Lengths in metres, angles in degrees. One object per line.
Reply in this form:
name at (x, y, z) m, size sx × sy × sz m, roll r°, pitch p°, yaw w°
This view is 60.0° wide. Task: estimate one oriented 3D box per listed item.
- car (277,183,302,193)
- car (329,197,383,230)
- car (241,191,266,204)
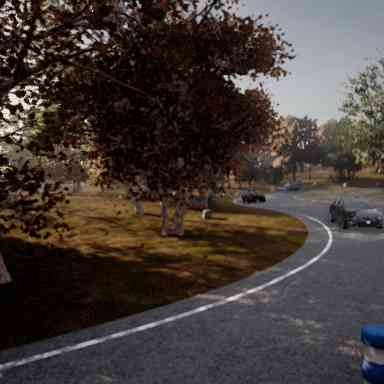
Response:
car at (16.729, -0.770, 57.155) m, size 4.553 × 1.767 × 2.097 m, roll -4°, pitch 3°, yaw -29°
car at (8.745, 1.065, 17.967) m, size 1.837 × 1.490 × 4.892 m, roll -1°, pitch 2°, yaw 11°
car at (6.899, 0.598, 37.680) m, size 1.895 × 1.301 × 4.718 m, roll -3°, pitch 2°, yaw -3°
